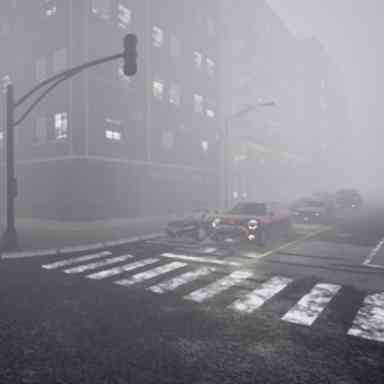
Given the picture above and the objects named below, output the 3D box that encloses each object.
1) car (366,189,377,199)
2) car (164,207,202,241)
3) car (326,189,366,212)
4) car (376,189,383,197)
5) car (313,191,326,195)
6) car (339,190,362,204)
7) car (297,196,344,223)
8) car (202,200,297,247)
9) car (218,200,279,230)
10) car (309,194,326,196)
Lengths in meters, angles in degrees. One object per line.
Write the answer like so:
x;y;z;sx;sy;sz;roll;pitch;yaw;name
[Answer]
32.356;0.648;61.366;1.947;1.339;4.313;1;1;35;car
0.484;1.395;15.716;2.008;1.369;4.403;1;1;35;car
14.722;0.758;31.591;2.150;2.045;5.566;0;1;35;car
41.917;0.173;75.056;2.192;1.841;5.009;1;1;35;car
13.233;0.852;33.973;2.192;1.841;5.009;1;1;35;car
22.794;0.623;47.667;2.192;1.841;5.009;1;1;35;car
8.636;1.230;22.878;2.033;1.411;5.357;0;1;35;car
2.633;1.181;14.255;2.097;1.767;4.553;0;1;34;car
3.574;1.295;20.141;1.752;1.417;4.829;1;1;35;car
10.046;1.158;29.411;1.887;1.381;4.507;1;1;35;car
